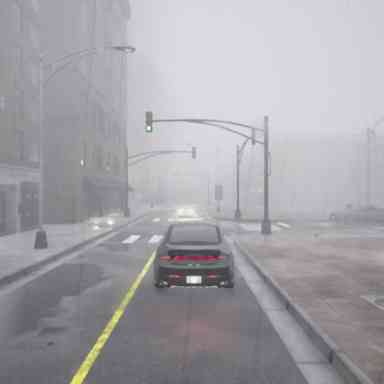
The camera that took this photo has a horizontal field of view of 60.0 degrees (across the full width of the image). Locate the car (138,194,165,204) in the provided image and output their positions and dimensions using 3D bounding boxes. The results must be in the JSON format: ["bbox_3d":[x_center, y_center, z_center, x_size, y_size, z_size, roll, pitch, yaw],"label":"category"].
[{"bbox_3d":[-8.437,1.548,69.919,5.566,2.045,2.150,0,0,9],"label":"car"}]

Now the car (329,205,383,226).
[{"bbox_3d":[12.049,1.601,23.649,4.181,1.385,1.994,0,0,0],"label":"car"}]

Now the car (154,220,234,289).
[{"bbox_3d":[0.061,1.541,9.231,1.837,1.490,4.892,0,0,1],"label":"car"}]
